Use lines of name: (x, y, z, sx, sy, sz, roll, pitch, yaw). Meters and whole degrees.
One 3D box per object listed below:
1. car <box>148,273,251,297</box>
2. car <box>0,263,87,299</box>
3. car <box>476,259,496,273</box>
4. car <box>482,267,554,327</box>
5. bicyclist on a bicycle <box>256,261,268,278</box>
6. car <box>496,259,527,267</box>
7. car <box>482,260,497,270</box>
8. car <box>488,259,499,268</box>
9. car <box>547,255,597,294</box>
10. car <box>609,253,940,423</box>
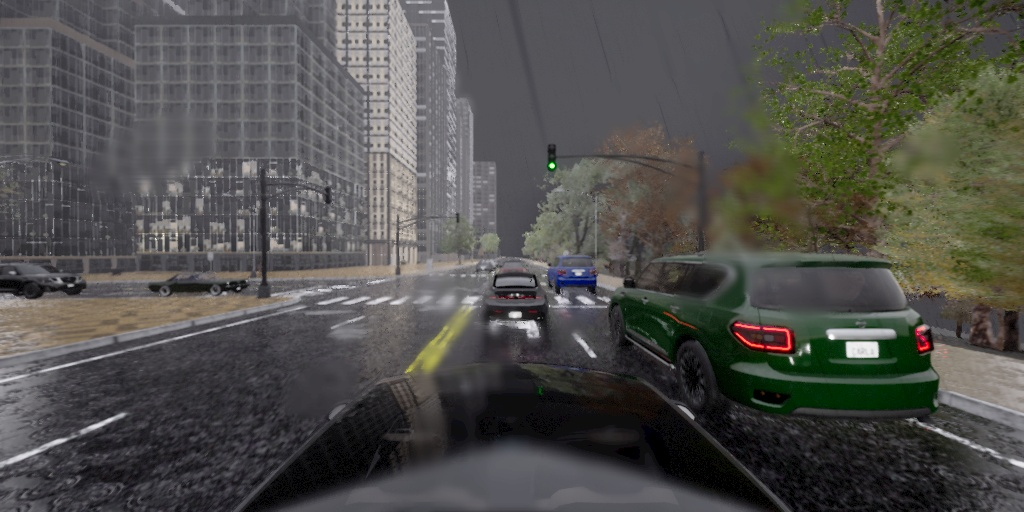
car: (-18.422, 1.660, 21.314, 4.718, 1.301, 1.895, -1, 0, 0)
car: (-28.996, 1.446, 21.348, 5.566, 2.045, 2.150, -1, 0, 0)
car: (-3.364, 1.250, 44.341, 2.128, 1.511, 4.902, 0, 0, 0)
car: (0.094, 1.257, 11.573, 1.837, 1.490, 4.892, 0, 0, 0)
bicyclist on a bicycle: (-24.668, 1.339, 35.430, 0.582, 1.620, 1.656, -1, 1, 0)
car: (0.081, 1.126, 27.554, 2.097, 1.767, 4.553, 0, 0, 0)
car: (-3.345, 1.287, 54.025, 1.812, 1.442, 4.674, 0, 0, 0)
car: (-3.286, 1.268, 64.283, 1.837, 1.490, 4.892, 0, 0, 0)
car: (3.337, 0.979, 20.669, 2.150, 2.045, 5.566, 0, 0, 0)
car: (3.347, 0.975, 6.110, 2.150, 2.045, 5.566, 0, 0, 0)
